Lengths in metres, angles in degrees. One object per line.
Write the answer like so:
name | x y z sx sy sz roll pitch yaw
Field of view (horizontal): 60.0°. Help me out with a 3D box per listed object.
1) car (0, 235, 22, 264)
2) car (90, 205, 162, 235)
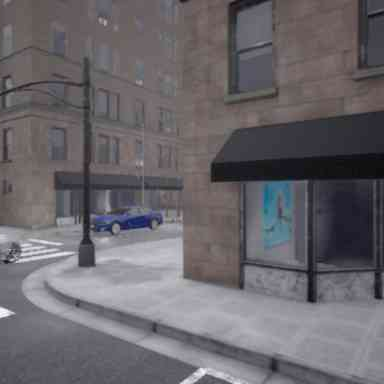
car | -6.475 1.641 9.146 1.895 1.301 4.718 0 -1 -7
car | -3.917 1.598 20.006 1.882 1.535 5.008 0 0 37
